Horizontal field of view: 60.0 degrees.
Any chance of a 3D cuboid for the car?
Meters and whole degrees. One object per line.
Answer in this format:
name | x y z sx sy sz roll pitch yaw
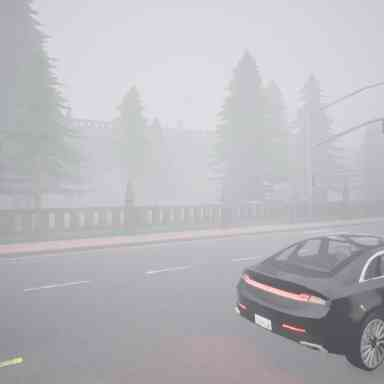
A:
car | 2.990 1.492 5.651 4.902 1.511 2.128 0 0 -32
